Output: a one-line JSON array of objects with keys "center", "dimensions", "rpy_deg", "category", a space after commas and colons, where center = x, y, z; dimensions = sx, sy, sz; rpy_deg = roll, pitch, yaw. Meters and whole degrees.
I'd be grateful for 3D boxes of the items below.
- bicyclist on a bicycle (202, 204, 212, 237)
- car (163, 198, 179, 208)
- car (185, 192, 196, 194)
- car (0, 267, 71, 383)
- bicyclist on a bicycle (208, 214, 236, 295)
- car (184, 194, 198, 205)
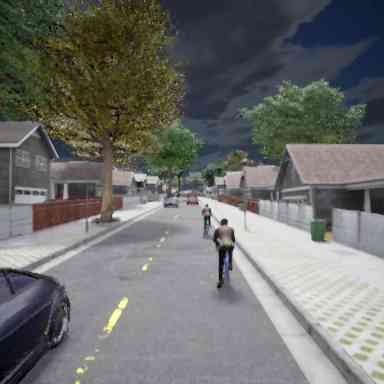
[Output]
[{"center": [0.761, 1.412, 16.719], "dimensions": [0.582, 1.620, 1.656], "rpy_deg": [0, 0, 0], "category": "bicyclist on a bicycle"}, {"center": [-2.834, 1.484, 46.112], "dimensions": [1.994, 1.385, 4.181], "rpy_deg": [0, 0, 0], "category": "car"}, {"center": [0.002, 1.124, 74.529], "dimensions": [2.150, 2.045, 5.566], "rpy_deg": [0, 0, 0], "category": "car"}, {"center": [-2.849, 1.554, 3.439], "dimensions": [1.994, 1.385, 4.181], "rpy_deg": [0, 0, 0], "category": "car"}, {"center": [0.761, 1.432, 7.704], "dimensions": [0.582, 1.620, 1.656], "rpy_deg": [0, 0, 0], "category": "bicyclist on a bicycle"}, {"center": [0.088, 1.472, 57.830], "dimensions": [1.994, 1.385, 4.181], "rpy_deg": [0, 0, 0], "category": "car"}]
